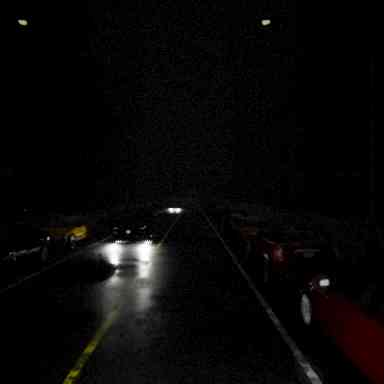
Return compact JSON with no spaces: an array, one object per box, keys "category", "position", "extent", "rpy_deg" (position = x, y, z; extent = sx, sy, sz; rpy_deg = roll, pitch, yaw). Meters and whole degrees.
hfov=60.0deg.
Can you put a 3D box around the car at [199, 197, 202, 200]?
[{"category":"car","position":[2.808,2.278,66.010],"extent":[1.752,1.417,4.829],"rpy_deg":[0,-1,0]}]

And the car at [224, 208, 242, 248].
[{"category":"car","position":[2.771,1.703,15.598],"extent":[1.752,1.417,4.829],"rpy_deg":[0,-1,0]}]

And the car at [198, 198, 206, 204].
[{"category":"car","position":[2.828,2.513,93.848],"extent":[1.967,1.590,4.097],"rpy_deg":[0,-1,0]}]

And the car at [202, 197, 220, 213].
[{"category":"car","position":[2.791,1.809,43.437],"extent":[2.192,1.841,5.009],"rpy_deg":[0,-1,0]}]

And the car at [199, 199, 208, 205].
[{"category":"car","position":[2.820,2.510,82.644],"extent":[1.947,1.339,4.313],"rpy_deg":[0,-1,0]}]

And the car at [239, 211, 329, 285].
[{"category":"car","position":[2.767,1.553,9.827],"extent":[1.967,1.590,4.097],"rpy_deg":[0,-1,0]}]

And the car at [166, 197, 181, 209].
[{"category":"car","position":[-3.005,2.175,60.009],"extent":[2.128,1.511,4.902],"rpy_deg":[0,-1,1]}]

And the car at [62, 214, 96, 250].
[{"category":"car","position":[-5.754,1.699,15.256],"extent":[1.752,1.417,4.829],"rpy_deg":[0,-1,0]}]

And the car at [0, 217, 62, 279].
[{"category":"car","position":[-5.758,1.657,9.824],"extent":[1.887,1.381,4.507],"rpy_deg":[0,-1,0]}]

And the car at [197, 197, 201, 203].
[{"category":"car","position":[2.811,2.130,71.445],"extent":[2.192,1.841,5.009],"rpy_deg":[0,-1,0]}]

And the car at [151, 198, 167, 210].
[{"category":"car","position":[-5.726,2.166,54.638],"extent":[1.887,1.381,4.507],"rpy_deg":[0,-1,0]}]

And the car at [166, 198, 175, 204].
[{"category":"car","position":[-5.702,2.448,88.250],"extent":[1.967,1.590,4.097],"rpy_deg":[0,-1,0]}]

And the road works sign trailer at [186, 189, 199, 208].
[{"category":"road works sign trailer","position":[0.045,1.171,62.053],"extent":[2.380,3.560,2.880],"rpy_deg":[0,-1,0]}]

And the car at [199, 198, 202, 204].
[{"category":"car","position":[2.804,2.237,60.239],"extent":[2.008,1.369,4.403],"rpy_deg":[0,-1,0]}]

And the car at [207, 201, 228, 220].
[{"category":"car","position":[2.783,1.911,32.232],"extent":[1.887,1.381,4.507],"rpy_deg":[0,-1,0]}]

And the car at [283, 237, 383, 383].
[{"category":"car","position":[2.763,1.594,4.225],"extent":[1.887,1.381,4.507],"rpy_deg":[0,-1,0]}]

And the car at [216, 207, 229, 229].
[{"category":"car","position":[2.776,1.821,21.029],"extent":[1.802,1.307,4.206],"rpy_deg":[0,-1,0]}]

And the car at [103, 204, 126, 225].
[{"category":"car","position":[-5.746,1.742,26.631],"extent":[1.967,1.590,4.097],"rpy_deg":[0,-1,0]}]

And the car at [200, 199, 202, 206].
[{"category":"car","position":[2.800,2.188,54.637],"extent":[1.947,1.339,4.313],"rpy_deg":[0,-1,0]}]

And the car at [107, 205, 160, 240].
[{"category":"car","position":[-3.086,1.715,18.538],"extent":[1.837,1.490,4.892],"rpy_deg":[0,-1,0]}]
